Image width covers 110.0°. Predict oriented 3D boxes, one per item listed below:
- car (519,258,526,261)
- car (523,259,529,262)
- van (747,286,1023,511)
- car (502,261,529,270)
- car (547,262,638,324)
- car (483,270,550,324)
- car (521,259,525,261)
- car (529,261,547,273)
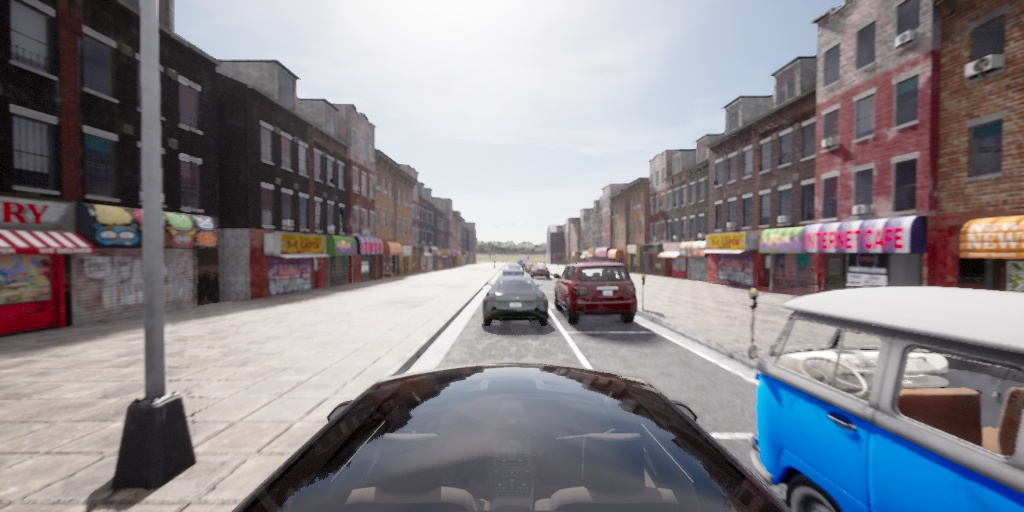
[{"bbox_3d":[2.649,1.560,61.967,1.948,1.339,4.313,0,0,0],"label":"car"},{"bbox_3d":[2.646,1.450,45.540,1.751,1.417,4.829,0,0,0],"label":"car"},{"bbox_3d":[2.636,1.089,1.111,1.690,1.789,3.998,0,0,0],"label":"van"},{"bbox_3d":[0.106,1.409,29.690,2.033,1.411,5.357,0,0,0],"label":"car"},{"bbox_3d":[2.638,1.106,12.176,2.192,1.841,5.009,0,0,0],"label":"car"},{"bbox_3d":[0.102,1.355,12.100,1.994,1.385,4.181,0,0,0],"label":"car"},{"bbox_3d":[2.647,1.498,50.902,2.007,1.370,4.403,0,0,0],"label":"car"},{"bbox_3d":[2.643,1.462,34.305,1.802,1.307,4.207,0,0,0],"label":"car"}]
